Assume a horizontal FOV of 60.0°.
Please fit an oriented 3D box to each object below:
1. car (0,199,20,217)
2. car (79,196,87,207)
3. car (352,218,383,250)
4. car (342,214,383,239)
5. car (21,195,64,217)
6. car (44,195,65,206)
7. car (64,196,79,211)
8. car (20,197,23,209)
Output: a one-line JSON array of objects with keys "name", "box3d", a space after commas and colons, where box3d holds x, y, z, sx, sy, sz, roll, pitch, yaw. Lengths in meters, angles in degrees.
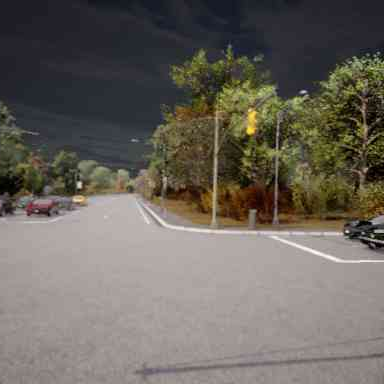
[{"name": "car", "box3d": [-16.339, 1.275, 27.804, 1.994, 1.385, 4.181, 2, 0, -11]}, {"name": "car", "box3d": [-16.639, 1.315, 48.992, 1.882, 1.535, 5.008, 2, 0, -10]}, {"name": "car", "box3d": [9.774, 1.972, 14.273, 4.718, 1.301, 1.895, 2, 0, -8]}, {"name": "car", "box3d": [10.705, 1.899, 17.937, 5.008, 1.535, 1.882, 2, 0, -7]}, {"name": "car", "box3d": [-13.095, 1.293, 29.526, 1.882, 1.535, 5.008, 2, 0, -10]}, {"name": "car", "box3d": [-20.239, 1.240, 49.201, 1.837, 1.490, 4.892, 2, 0, -10]}, {"name": "car", "box3d": [-14.799, 1.330, 38.779, 1.837, 1.490, 4.892, 2, 0, -10]}, {"name": "car", "box3d": [-17.934, 1.226, 36.474, 1.837, 1.490, 4.892, 2, 0, -10]}]
